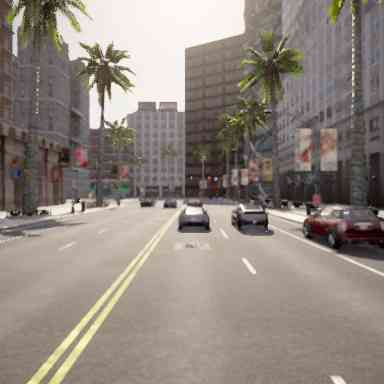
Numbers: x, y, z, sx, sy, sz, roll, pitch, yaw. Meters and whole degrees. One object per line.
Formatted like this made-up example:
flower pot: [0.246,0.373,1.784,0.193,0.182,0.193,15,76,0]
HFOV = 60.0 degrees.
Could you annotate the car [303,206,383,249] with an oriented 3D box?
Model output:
car: [6.600,1.383,14.901,2.185,1.767,4.553,0,0,0]

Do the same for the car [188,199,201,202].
car: [0.343,1.553,39.482,1.882,1.535,5.008,0,0,0]

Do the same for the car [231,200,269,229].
car: [3.646,1.533,21.558,2.128,1.511,4.902,0,0,1]

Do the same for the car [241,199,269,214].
car: [6.910,1.584,36.830,2.161,1.482,4.786,0,0,0]

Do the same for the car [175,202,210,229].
car: [0.148,1.607,22.009,1.994,1.385,4.181,0,0,1]

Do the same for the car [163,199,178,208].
car: [-3.165,1.695,48.911,1.895,1.301,4.718,0,0,1]

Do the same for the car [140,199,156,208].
car: [-6.635,1.705,50.275,1.895,1.301,4.718,0,0,1]
